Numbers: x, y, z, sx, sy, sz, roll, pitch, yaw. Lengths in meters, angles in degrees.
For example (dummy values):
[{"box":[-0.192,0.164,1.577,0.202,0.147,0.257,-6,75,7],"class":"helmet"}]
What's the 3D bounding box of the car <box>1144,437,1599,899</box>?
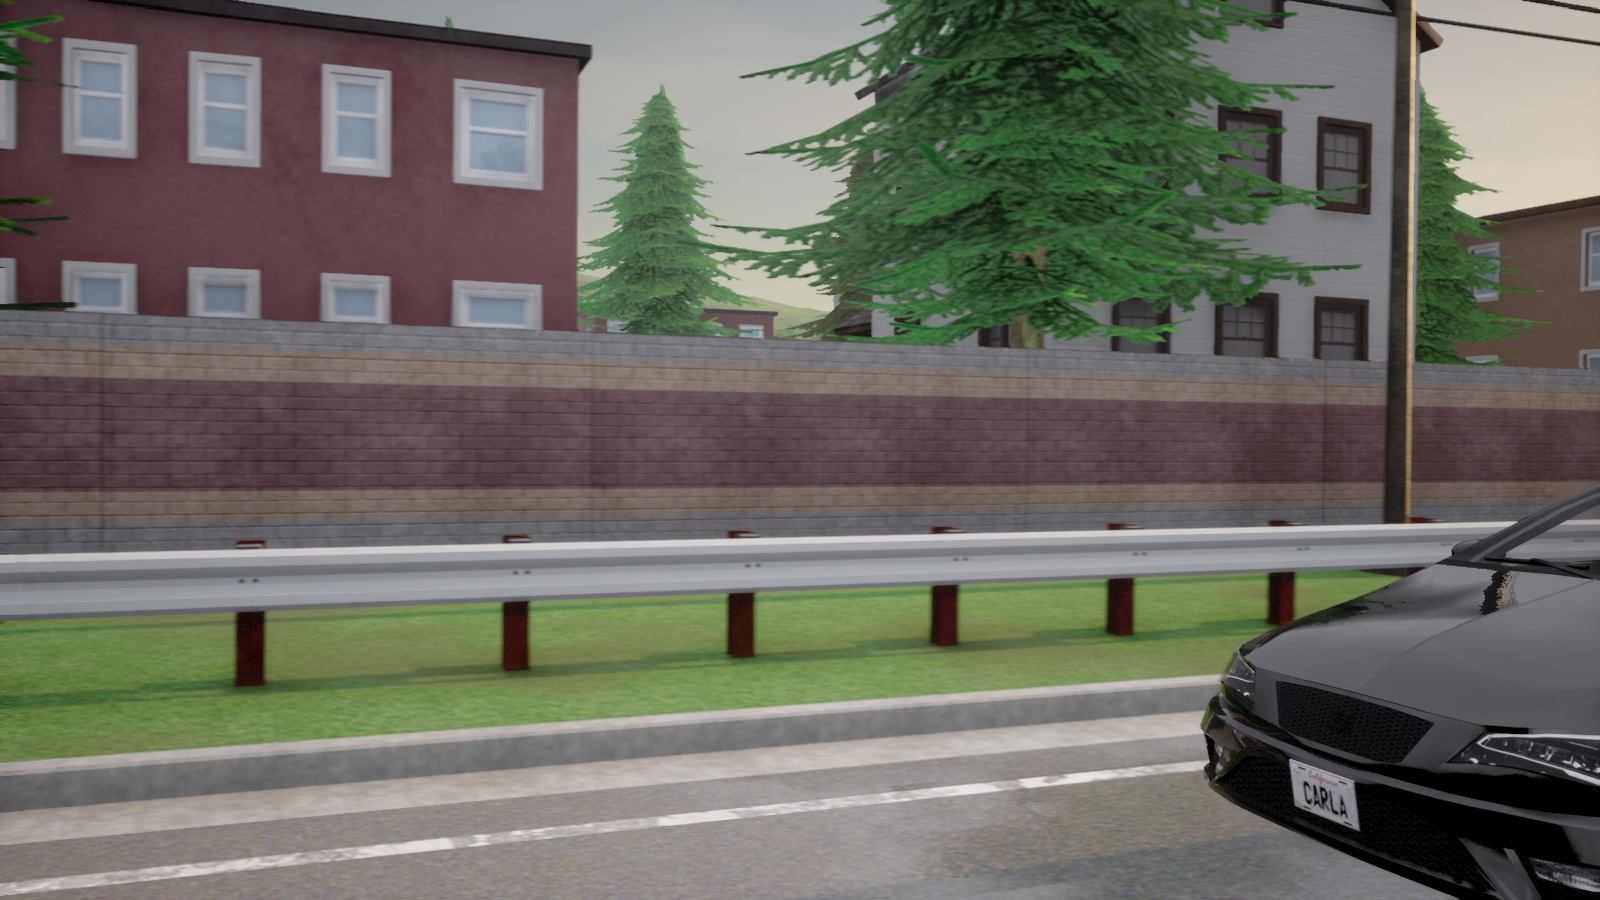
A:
[{"box":[3.573,0.697,4.595,4.193,1.474,1.816,-1,1,-21],"class":"car"}]
